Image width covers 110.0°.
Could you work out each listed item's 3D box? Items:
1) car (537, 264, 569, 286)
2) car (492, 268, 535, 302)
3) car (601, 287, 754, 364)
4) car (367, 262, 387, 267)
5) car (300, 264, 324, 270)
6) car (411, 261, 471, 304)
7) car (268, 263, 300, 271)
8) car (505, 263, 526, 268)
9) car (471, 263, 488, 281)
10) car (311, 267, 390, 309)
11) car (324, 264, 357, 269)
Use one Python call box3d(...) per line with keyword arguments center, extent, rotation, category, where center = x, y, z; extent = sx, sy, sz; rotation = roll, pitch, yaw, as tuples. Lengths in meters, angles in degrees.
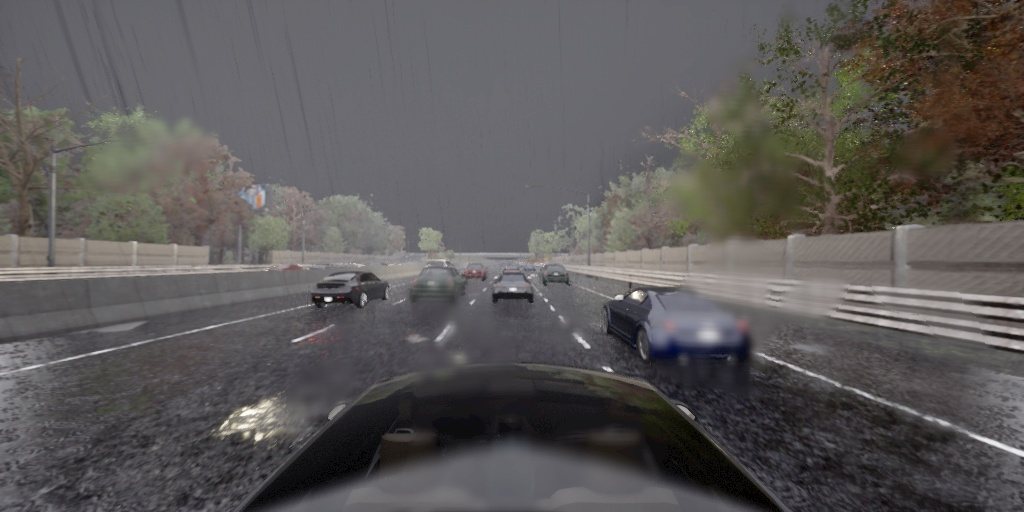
box3d(center=(3.395, 1.453, 29.729), extent=(2.097, 1.767, 4.553), rotation=(0, -1, 0), category="car")
box3d(center=(0.037, 1.517, 18.374), extent=(1.994, 1.385, 4.181), rotation=(0, -1, 0), category="car")
box3d(center=(3.471, 1.401, 8.340), extent=(1.994, 1.385, 4.181), rotation=(0, -1, 0), category="car")
box3d(center=(-17.753, 1.621, 46.920), extent=(2.097, 1.767, 4.553), rotation=(0, -1, 0), category="car")
box3d(center=(-24.752, 1.802, 46.863), extent=(2.033, 1.411, 5.357), rotation=(0, -1, 0), category="car")
box3d(center=(-3.461, 1.291, 17.860), extent=(2.097, 1.767, 4.553), rotation=(0, -1, 0), category="car")
box3d(center=(-28.243, 1.699, 44.888), extent=(1.882, 1.535, 5.008), rotation=(0, -1, 0), category="car")
box3d(center=(-0.026, 1.663, 35.950), extent=(2.128, 1.511, 4.902), rotation=(0, -1, 0), category="car")
box3d(center=(-3.529, 1.513, 35.702), extent=(2.097, 1.767, 4.553), rotation=(0, -1, 0), category="car")
box3d(center=(-6.956, 1.413, 15.978), extent=(1.837, 1.490, 4.892), rotation=(0, -1, 0), category="car")
box3d(center=(-21.249, 1.737, 45.570), extent=(2.128, 1.511, 4.902), rotation=(0, -1, 0), category="car")
